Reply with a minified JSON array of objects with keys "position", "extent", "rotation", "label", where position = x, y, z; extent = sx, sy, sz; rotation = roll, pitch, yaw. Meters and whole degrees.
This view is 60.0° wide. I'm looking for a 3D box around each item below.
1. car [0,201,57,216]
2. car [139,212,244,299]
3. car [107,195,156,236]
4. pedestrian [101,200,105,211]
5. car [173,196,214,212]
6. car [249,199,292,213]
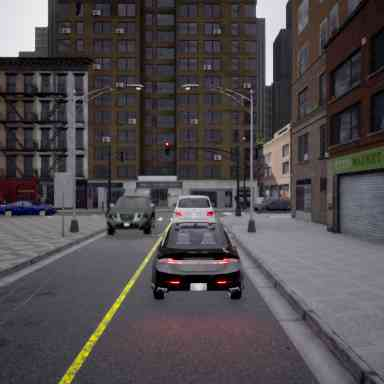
[{"position":[-15.472,1.577,31.624],"extent":[5.008,1.535,1.882],"rotation":[0,0,-2],"label":"car"},{"position":[0.101,1.490,8.407],"extent":[2.128,1.511,4.902],"rotation":[0,0,0],"label":"car"},{"position":[-3.271,1.215,18.868],"extent":[2.150,2.045,5.566],"rotation":[0,0,-2],"label":"car"},{"position":[-10.156,1.497,37.932],"extent":[0.375,1.300,0.375],"rotation":[0,0,-1],"label":"pedestrian"},{"position":[0.100,1.215,18.861],"extent":[2.150,2.045,5.566],"rotation":[0,0,0],"label":"car"},{"position":[8.771,1.448,35.028],"extent":[5.357,1.411,2.033],"rotation":[-1,0,-3],"label":"car"}]
